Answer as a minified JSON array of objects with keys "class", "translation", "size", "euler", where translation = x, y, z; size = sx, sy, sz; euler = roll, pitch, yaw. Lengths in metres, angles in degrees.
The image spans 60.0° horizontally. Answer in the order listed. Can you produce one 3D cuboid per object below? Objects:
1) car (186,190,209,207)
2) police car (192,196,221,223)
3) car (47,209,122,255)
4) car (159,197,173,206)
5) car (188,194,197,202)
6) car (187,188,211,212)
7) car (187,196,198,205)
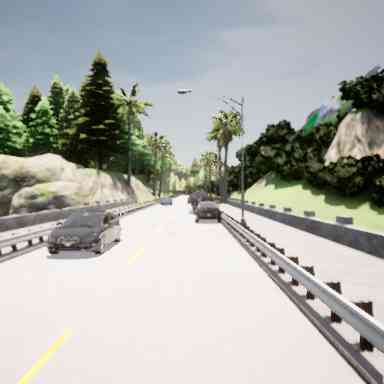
[{"class":"car","translation":[0.841,0.938,35.776],"size":[2.150,2.045,5.566],"euler":[-25,0,0]},{"class":"police car","translation":[1.174,1.413,25.862],"size":[1.930,1.638,5.238],"euler":[0,0,0]},{"class":"car","translation":[-4.092,1.501,13.364],"size":[1.837,1.490,4.892],"euler":[0,0,0]},{"class":"car","translation":[-4.016,1.503,52.771],"size":[1.812,1.442,4.674],"euler":[0,0,1]},{"class":"car","translation":[0.044,1.330,75.107],"size":[1.882,1.535,5.008],"euler":[0,0,0]},{"class":"car","translation":[0.836,0.936,41.778],"size":[2.150,2.045,5.566],"euler":[-25,0,0]},{"class":"car","translation":[0.035,1.478,59.369],"size":[1.837,1.490,4.892],"euler":[0,0,0]}]
